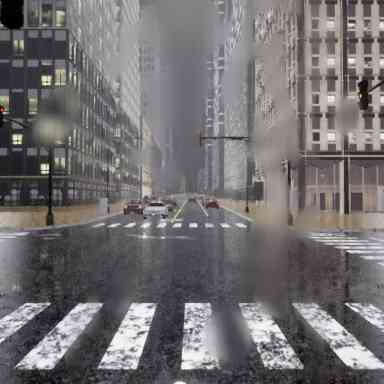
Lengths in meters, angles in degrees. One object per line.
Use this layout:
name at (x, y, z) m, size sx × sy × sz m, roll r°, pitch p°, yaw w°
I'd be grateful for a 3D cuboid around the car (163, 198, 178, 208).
car at (-3.095, 1.620, 49.134) m, size 1.895 × 1.301 × 4.718 m, roll 0°, pitch 0°, yaw 0°

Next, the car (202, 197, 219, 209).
car at (2.701, 1.599, 44.916) m, size 1.802 × 1.307 × 4.206 m, roll 1°, pitch 0°, yaw 0°

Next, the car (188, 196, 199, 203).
car at (0.081, 1.574, 70.418) m, size 2.033 × 1.411 × 5.357 m, roll 0°, pitch 0°, yaw 0°

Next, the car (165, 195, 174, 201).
car at (-5.679, 1.578, 83.880) m, size 1.887 × 1.381 × 4.507 m, roll 1°, pitch 0°, yaw 0°

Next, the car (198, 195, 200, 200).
car at (2.702, 1.590, 61.649) m, size 1.947 × 1.339 × 4.313 m, roll 1°, pitch 0°, yaw 0°

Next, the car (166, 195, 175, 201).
car at (-5.679, 1.587, 89.455) m, size 2.008 × 1.369 × 4.403 m, roll 1°, pitch 0°, yaw 0°

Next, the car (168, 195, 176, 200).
car at (-5.680, 1.605, 95.030) m, size 1.947 × 1.339 × 4.313 m, roll 1°, pitch 0°, yaw 0°

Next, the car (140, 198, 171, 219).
car at (-3.106, 1.537, 29.176) m, size 1.812 × 1.442 × 4.674 m, roll 0°, pitch 0°, yaw 0°

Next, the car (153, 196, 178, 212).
car at (-3.101, 1.562, 38.841) m, size 2.033 × 1.411 × 5.357 m, roll 0°, pitch 0°, yaw 0°

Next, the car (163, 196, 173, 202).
car at (-5.679, 1.582, 78.305) m, size 2.008 × 1.369 × 4.403 m, roll 1°, pitch 0°, yaw 0°

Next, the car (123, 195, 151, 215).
car at (-5.675, 1.453, 33.704) m, size 1.967 × 1.590 × 4.097 m, roll 1°, pitch 0°, yaw 0°

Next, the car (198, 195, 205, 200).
car at (2.701, 1.584, 95.112) m, size 1.887 × 1.381 × 4.507 m, roll 1°, pitch 0°, yaw 0°

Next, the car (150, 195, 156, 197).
car at (-5.673, 1.332, 44.854) m, size 2.192 × 1.841 × 5.009 m, roll 1°, pitch 0°, yaw 0°

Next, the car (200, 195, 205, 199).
car at (2.703, 1.547, 56.242) m, size 1.752 × 1.417 × 4.829 m, roll 1°, pitch 0°, yaw 0°
